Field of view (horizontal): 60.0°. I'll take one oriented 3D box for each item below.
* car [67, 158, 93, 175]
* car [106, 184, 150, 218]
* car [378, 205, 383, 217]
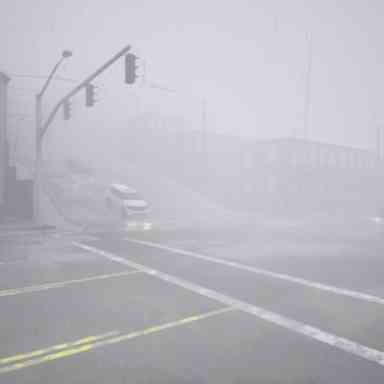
[{"bbox_3d":[-13.535,-3.194,40.173,1.882,1.535,5.008,0,15,-36],"label":"car"},{"bbox_3d":[-5.837,0.747,29.774,2.150,2.045,5.566,0,13,-37],"label":"car"},{"bbox_3d":[18.903,1.555,30.359,4.892,1.490,1.837,0,0,-35],"label":"car"}]
